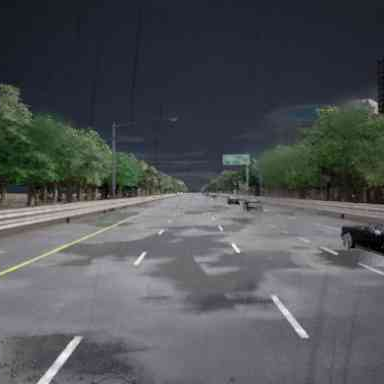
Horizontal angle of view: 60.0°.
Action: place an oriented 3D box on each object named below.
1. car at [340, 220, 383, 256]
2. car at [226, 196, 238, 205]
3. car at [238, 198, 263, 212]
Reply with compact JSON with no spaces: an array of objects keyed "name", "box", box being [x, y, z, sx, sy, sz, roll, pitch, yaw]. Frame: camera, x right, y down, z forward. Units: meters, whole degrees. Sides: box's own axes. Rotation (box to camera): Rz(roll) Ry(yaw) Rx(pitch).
[{"name":"car","box":[7.006,1.603,11.529,1.895,1.301,4.718,0,0,0]},{"name":"car","box":[7.186,1.491,59.008,1.882,1.535,5.008,0,0,0]},{"name":"car","box":[7.082,1.495,39.199,2.128,1.511,4.902,0,0,0]}]
